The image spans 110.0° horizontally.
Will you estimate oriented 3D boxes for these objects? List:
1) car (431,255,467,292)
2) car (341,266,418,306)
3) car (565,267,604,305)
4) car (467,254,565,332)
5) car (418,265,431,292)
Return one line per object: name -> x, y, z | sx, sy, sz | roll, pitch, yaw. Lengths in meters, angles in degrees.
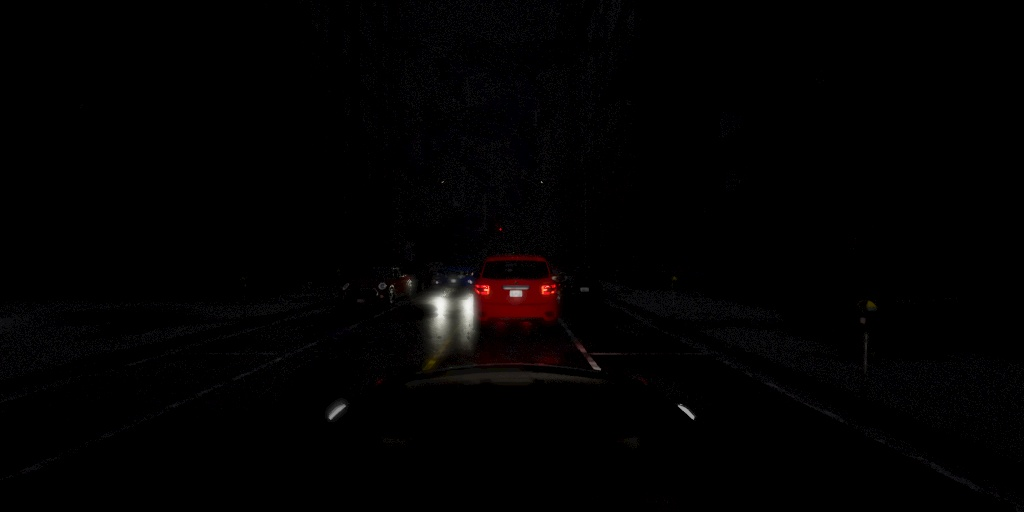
car -> -3.068, 0.971, 21.668 | 2.150, 2.045, 5.566 | 0, 0, 0
car -> -5.763, 1.188, 15.663 | 1.967, 1.591, 4.097 | 0, 0, 0
car -> 2.763, 1.313, 15.662 | 1.948, 1.339, 4.313 | 0, 0, 0
car -> 0.103, 0.970, 11.023 | 2.150, 2.045, 5.566 | 0, 0, 0
car -> -5.762, 1.314, 21.169 | 1.948, 1.339, 4.313 | 0, 0, 0
